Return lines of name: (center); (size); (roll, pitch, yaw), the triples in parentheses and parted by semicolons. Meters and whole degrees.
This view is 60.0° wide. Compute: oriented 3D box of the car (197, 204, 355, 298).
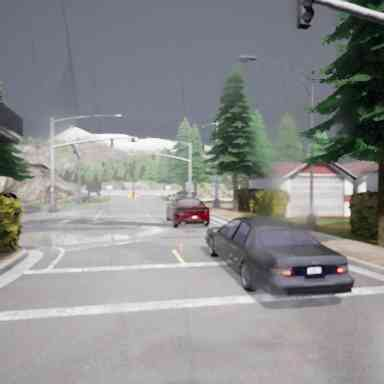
car: (1.775, 1.358, 8.601); (2.033, 1.411, 5.357); (0, 3, -11)

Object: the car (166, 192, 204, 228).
car: (-0.327, 1.041, 18.981); (1.882, 1.535, 5.008); (-1, 2, -11)

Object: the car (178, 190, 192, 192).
car: (-0.966, 0.320, 70.289); (4.902, 1.511, 2.128); (0, 1, -11)
